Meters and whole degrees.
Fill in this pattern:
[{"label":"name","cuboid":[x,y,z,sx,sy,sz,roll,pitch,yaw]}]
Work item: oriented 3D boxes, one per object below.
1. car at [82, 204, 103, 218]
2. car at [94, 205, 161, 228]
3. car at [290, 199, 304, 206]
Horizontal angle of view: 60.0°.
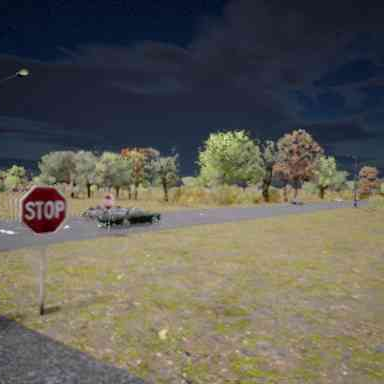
[{"label":"car","cuboid":[-8.122,1.791,31.036,1.994,1.385,4.181,1,1,36]},{"label":"car","cuboid":[-4.412,1.828,24.215,1.895,1.301,4.718,1,0,36]},{"label":"car","cuboid":[23.795,2.345,75.189,2.033,1.411,5.357,1,0,36]}]
